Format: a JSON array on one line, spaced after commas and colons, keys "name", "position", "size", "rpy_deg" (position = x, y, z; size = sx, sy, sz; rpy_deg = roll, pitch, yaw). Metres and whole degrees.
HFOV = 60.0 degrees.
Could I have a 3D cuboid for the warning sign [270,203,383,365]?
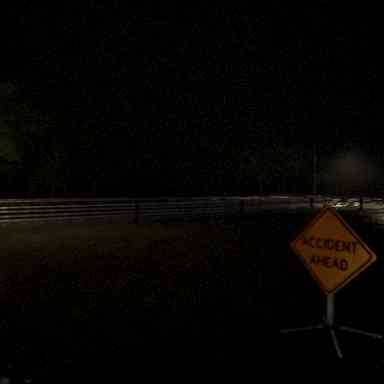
[{"name": "warning sign", "position": [1.979, 1.110, 4.741], "size": [1.060, 1.860, 1.300], "rpy_deg": [1, -1, -36]}]
